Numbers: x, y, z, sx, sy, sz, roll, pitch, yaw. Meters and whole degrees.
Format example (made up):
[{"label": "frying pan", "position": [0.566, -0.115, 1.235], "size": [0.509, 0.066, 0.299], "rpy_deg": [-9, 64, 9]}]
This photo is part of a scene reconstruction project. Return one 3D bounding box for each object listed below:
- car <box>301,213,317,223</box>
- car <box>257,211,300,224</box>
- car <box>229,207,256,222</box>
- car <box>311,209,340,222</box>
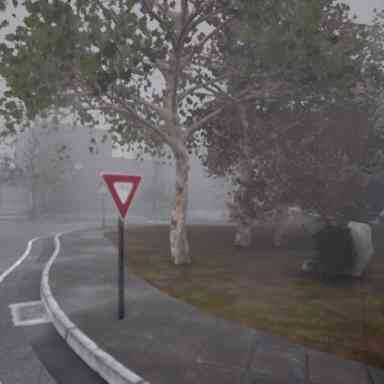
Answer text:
[{"label": "car", "position": [17.837, 3.757, 46.647], "size": [4.892, 1.490, 1.837], "rpy_deg": [4, -2, -41]}, {"label": "car", "position": [10.399, 3.108, 39.930], "size": [5.008, 1.535, 1.882], "rpy_deg": [5, -3, -42]}, {"label": "car", "position": [6.971, 2.729, 41.109], "size": [5.566, 2.045, 2.150], "rpy_deg": [5, -3, -41]}, {"label": "car", "position": [21.939, 3.805, 54.602], "size": [5.566, 2.045, 2.150], "rpy_deg": [3, -2, -42]}]
